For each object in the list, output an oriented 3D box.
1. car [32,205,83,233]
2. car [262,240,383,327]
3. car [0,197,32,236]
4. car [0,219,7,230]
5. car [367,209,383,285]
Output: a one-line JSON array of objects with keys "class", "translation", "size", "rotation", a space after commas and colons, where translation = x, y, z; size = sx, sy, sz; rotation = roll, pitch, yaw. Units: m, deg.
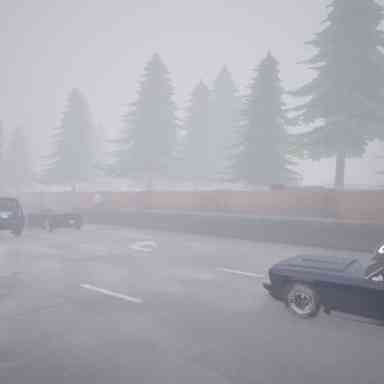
[{"class": "car", "translation": [-8.578, 1.534, 20.435], "size": [5.008, 1.535, 1.882], "rotation": [0, 0, 43]}, {"class": "car", "translation": [3.697, 1.622, 5.715], "size": [4.718, 1.301, 1.895], "rotation": [0, 0, 36]}, {"class": "car", "translation": [-10.904, 1.268, 17.789], "size": [5.566, 2.045, 2.150], "rotation": [0, 0, 43]}, {"class": "car", "translation": [-8.082, 1.574, 10.521], "size": [5.357, 1.411, 2.033], "rotation": [0, 0, 41]}, {"class": "car", "translation": [6.814, 1.382, 7.827], "size": [4.553, 1.767, 2.097], "rotation": [0, 0, 35]}]
